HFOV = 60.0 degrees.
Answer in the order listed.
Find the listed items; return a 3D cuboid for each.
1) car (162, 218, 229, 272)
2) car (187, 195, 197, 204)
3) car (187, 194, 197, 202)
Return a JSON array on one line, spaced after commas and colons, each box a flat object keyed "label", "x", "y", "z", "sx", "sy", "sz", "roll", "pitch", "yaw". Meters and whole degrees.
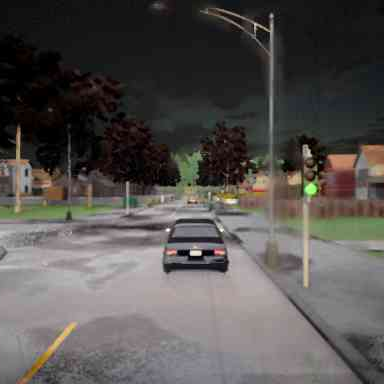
[{"label": "car", "x": 0.094, "y": 1.561, "z": 10.746, "sx": 2.033, "sy": 1.411, "sz": 5.357, "roll": 0, "pitch": 0, "yaw": 0}, {"label": "car", "x": 0.092, "y": 1.684, "z": 65.190, "sx": 1.895, "sy": 1.301, "sz": 4.718, "roll": 0, "pitch": 0, "yaw": 0}, {"label": "car", "x": -0.008, "y": 1.453, "z": 76.627, "sx": 2.097, "sy": 1.767, "sz": 4.553, "roll": 0, "pitch": 0, "yaw": 0}]
